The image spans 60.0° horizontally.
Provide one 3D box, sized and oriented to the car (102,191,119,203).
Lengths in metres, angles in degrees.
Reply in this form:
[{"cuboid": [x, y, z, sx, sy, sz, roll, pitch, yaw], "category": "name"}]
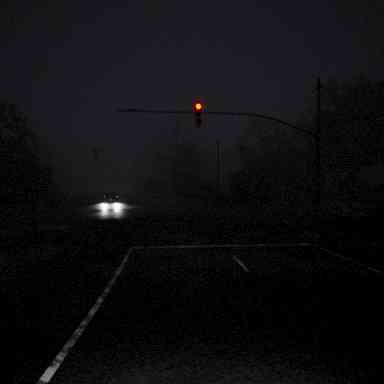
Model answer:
[{"cuboid": [-9.899, 0.556, 40.186, 1.895, 1.301, 4.718, -1, 2, -16], "category": "car"}]
